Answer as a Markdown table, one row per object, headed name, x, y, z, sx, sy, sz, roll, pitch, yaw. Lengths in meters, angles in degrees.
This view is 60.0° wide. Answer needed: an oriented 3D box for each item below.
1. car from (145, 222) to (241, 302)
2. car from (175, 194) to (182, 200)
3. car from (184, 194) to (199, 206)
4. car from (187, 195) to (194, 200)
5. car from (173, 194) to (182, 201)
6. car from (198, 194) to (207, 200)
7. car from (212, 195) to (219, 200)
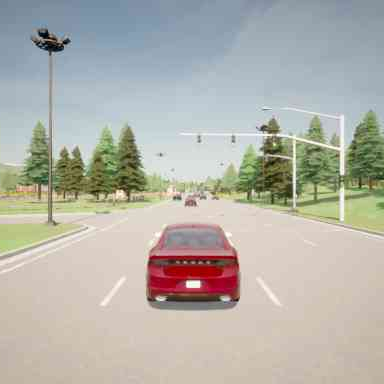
| name | x | y | z | sx | sy | sz | roll | pitch | yaw |
| --- | --- | --- | --- | --- | --- | --- | --- | --- | --- |
| car | 0.033 | 1.478 | 8.342 | 1.882 | 1.535 | 5.008 | 0 | 0 | 0 |
| car | -3.845 | 1.310 | 93.964 | 1.882 | 1.535 | 5.008 | 0 | 0 | 0 |
| car | -0.193 | 1.525 | 52.944 | 1.812 | 1.442 | 4.674 | 0 | 0 | 0 |
| car | -0.345 | 1.427 | 94.007 | 1.895 | 1.301 | 4.718 | 0 | 0 | 0 |
| car | -3.807 | 1.469 | 83.544 | 1.882 | 1.535 | 5.008 | 0 | 0 | 0 |
| car | 3.153 | 1.524 | 94.403 | 1.812 | 1.442 | 4.674 | 0 | 0 | 0 |
| car | 6.653 | 1.525 | 94.416 | 2.128 | 1.511 | 4.902 | 0 | 0 | 0 |
